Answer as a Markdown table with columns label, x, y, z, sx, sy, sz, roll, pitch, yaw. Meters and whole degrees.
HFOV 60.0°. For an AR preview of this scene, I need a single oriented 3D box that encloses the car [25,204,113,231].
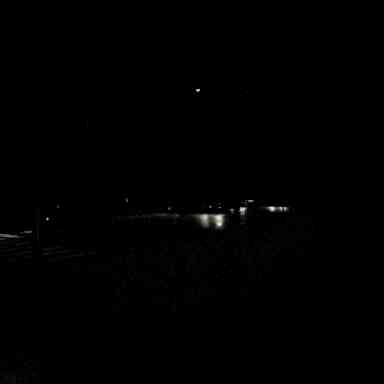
| label | x | y | z | sx | sy | sz | roll | pitch | yaw |
| --- | --- | --- | --- | --- | --- | --- | --- | --- | --- |
| car | -7.225 | 1.548 | 20.300 | 1.895 | 1.301 | 4.718 | 0 | 0 | 35 |

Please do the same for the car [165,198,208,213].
| label | x | y | z | sx | sy | sz | roll | pitch | yaw |
| --- | --- | --- | --- | --- | --- | --- | --- | --- | --- |
| car | -0.827 | 1.380 | 34.944 | 2.128 | 1.511 | 4.902 | 0 | 0 | 35 |

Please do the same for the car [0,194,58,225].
| label | x | y | z | sx | sy | sz | roll | pitch | yaw |
| --- | --- | --- | --- | --- | --- | --- | --- | --- | --- |
| car | -10.993 | 1.183 | 20.611 | 2.150 | 2.045 | 5.566 | 0 | 0 | 35 |

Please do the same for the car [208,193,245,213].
| label | x | y | z | sx | sy | sz | roll | pitch | yaw |
| --- | --- | --- | --- | --- | --- | --- | --- | --- | --- |
| car | 3.251 | 1.093 | 35.151 | 2.150 | 2.045 | 5.566 | 0 | 0 | 32 |

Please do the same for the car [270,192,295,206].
| label | x | y | z | sx | sy | sz | roll | pitch | yaw |
| --- | --- | --- | --- | --- | --- | --- | --- | --- | --- |
| car | 13.553 | 1.007 | 49.456 | 2.150 | 2.045 | 5.566 | 0 | 0 | 35 |

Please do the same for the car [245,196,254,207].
| label | x | y | z | sx | sy | sz | roll | pitch | yaw |
| --- | --- | --- | --- | --- | --- | --- | --- | --- | --- |
| car | 7.226 | 1.334 | 46.248 | 1.837 | 1.490 | 4.892 | 0 | 0 | 36 |
